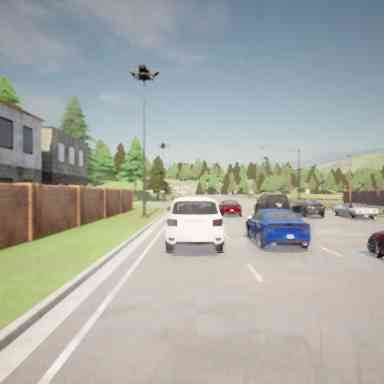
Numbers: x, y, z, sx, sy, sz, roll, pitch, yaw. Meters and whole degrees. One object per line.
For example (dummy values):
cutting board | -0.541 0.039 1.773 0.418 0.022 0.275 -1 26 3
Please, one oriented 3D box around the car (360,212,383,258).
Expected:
car | 7.100 1.527 9.760 1.812 1.442 4.674 0 0 0

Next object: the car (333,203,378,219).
car | 14.102 1.604 29.089 1.895 1.301 4.718 0 0 0

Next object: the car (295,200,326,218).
car | 10.603 1.495 30.651 2.128 1.511 4.902 0 0 0

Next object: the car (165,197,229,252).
car | 0.102 1.223 14.006 2.150 2.045 5.566 0 0 0

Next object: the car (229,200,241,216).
car | 3.603 1.481 32.267 1.882 1.535 5.008 0 0 0

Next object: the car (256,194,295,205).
car | 7.103 1.225 29.729 2.150 2.045 5.566 0 0 0

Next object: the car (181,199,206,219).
car | 0.082 1.495 30.637 2.128 1.511 4.902 0 0 0

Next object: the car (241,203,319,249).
car | 3.601 1.479 14.646 1.882 1.535 5.008 0 0 0
